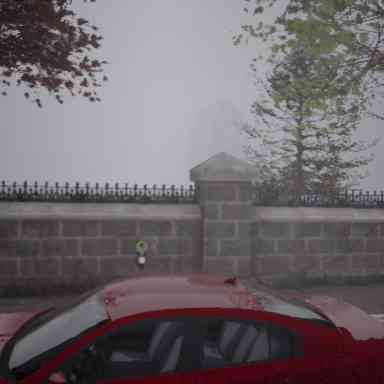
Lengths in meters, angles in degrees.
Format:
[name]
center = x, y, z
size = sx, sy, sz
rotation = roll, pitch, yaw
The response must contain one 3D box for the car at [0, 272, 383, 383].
[car]
center = -0.387, 1.480, 2.988
size = 4.507, 1.381, 1.887
rotation = 1, 1, -11
